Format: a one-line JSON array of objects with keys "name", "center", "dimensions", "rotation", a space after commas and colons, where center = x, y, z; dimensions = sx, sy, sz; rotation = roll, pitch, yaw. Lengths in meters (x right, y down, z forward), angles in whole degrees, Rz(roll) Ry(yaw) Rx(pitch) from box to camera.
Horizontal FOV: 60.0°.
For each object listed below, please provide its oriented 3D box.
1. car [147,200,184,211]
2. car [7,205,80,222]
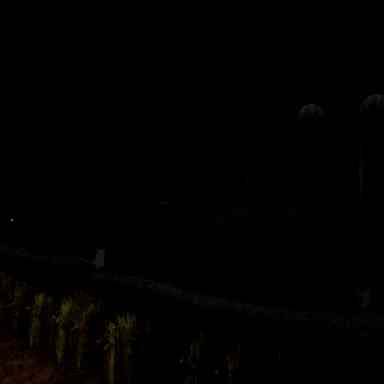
[{"name": "car", "center": [-2.687, 1.602, 34.706], "dimensions": [1.812, 1.442, 4.674], "rotation": [0, 0, 36]}, {"name": "car", "center": [-10.589, 1.571, 23.764], "dimensions": [1.895, 1.301, 4.718], "rotation": [0, -1, 36]}]
